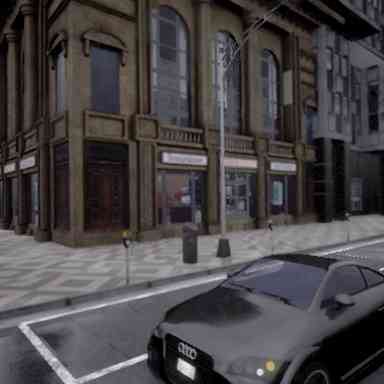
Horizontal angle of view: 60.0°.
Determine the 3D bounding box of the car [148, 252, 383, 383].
[{"bbox_3d":[1.482,1.615,4.652,4.181,1.385,1.994,0,-1,-39],"label":"car"}]
